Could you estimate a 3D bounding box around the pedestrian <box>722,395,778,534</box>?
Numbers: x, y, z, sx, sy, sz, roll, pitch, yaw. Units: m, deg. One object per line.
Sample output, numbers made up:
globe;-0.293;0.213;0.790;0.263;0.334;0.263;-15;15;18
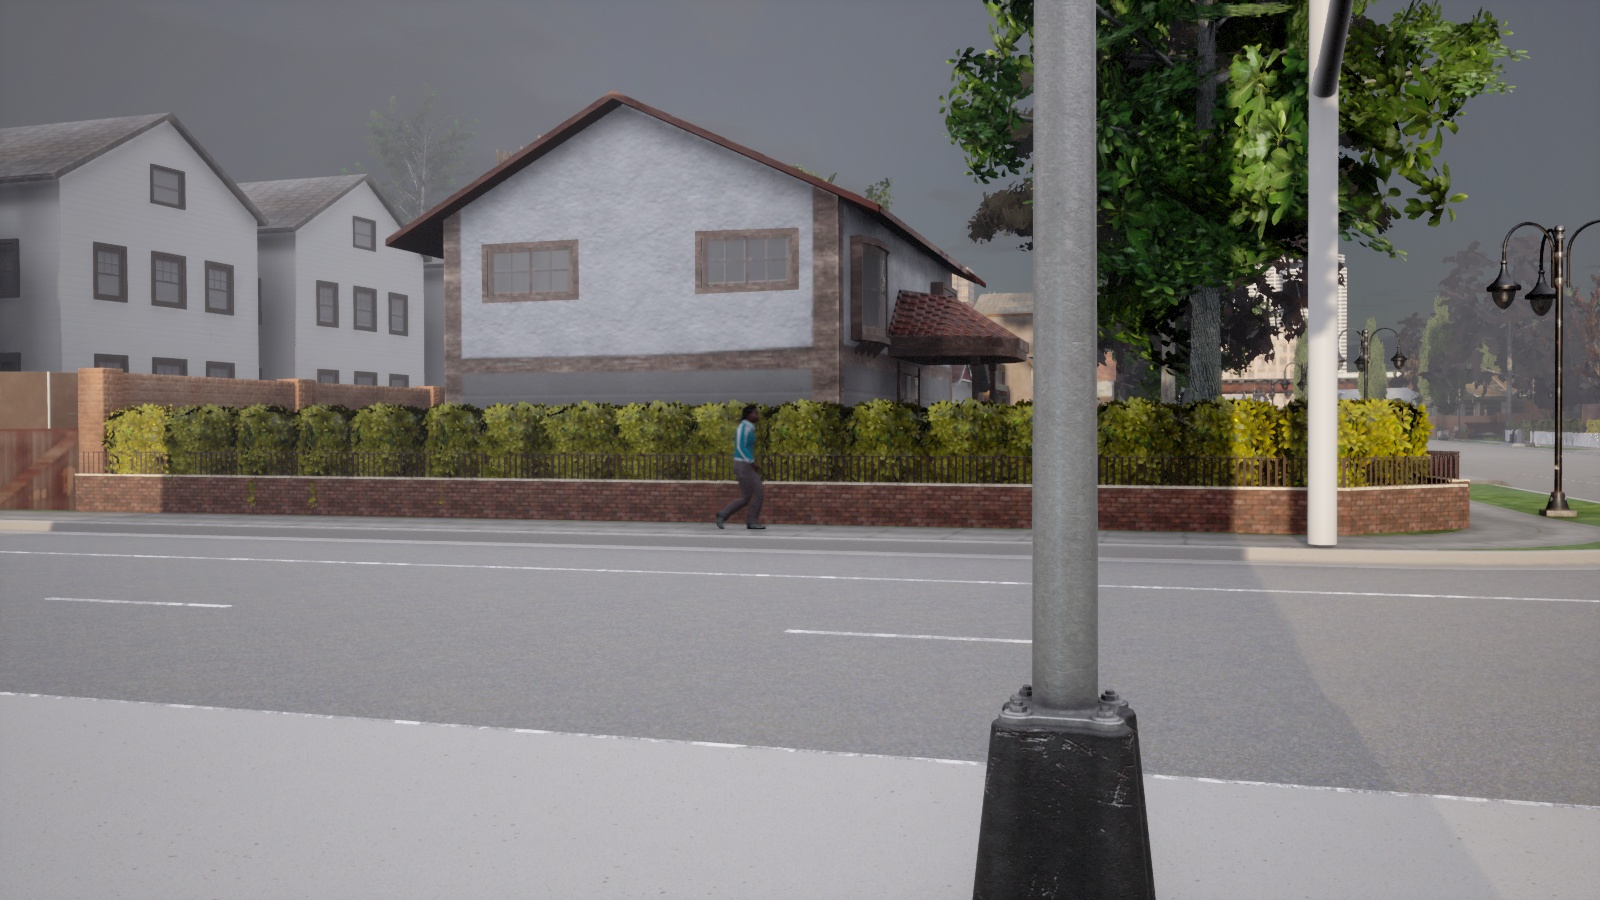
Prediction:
pedestrian;-0.705;0.196;17.678;0.692;1.930;0.396;0;1;16
